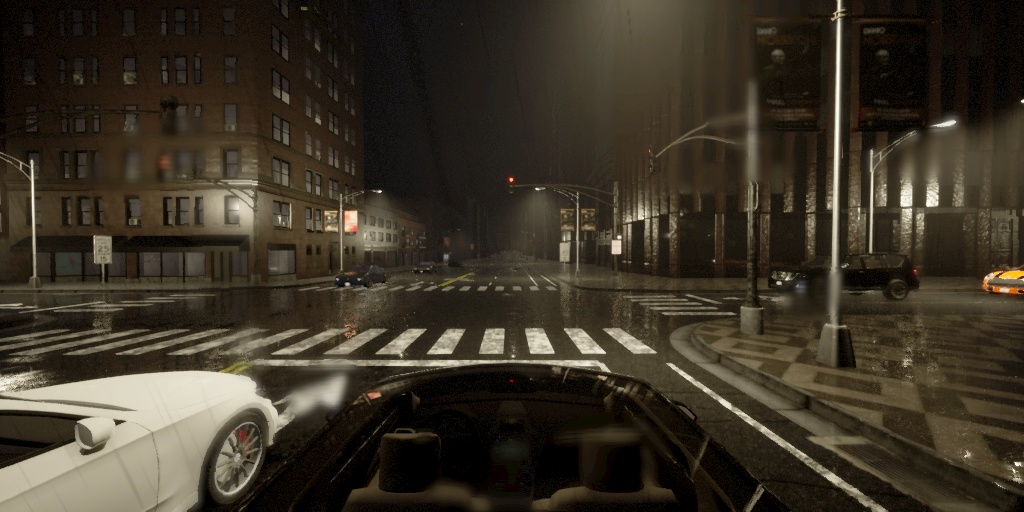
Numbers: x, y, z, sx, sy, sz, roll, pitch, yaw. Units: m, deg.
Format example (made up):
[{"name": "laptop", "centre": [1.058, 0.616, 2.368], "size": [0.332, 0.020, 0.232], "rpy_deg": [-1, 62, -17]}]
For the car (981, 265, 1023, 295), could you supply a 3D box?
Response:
[{"name": "car", "centre": [24.543, 0.960, 16.240], "size": [4.553, 1.767, 2.097], "rpy_deg": [0, 1, 0]}]

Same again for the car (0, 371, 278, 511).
[{"name": "car", "centre": [-3.159, 1.276, 1.416], "size": [1.812, 1.442, 4.674], "rpy_deg": [0, 0, 2]}]

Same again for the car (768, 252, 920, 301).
[{"name": "car", "centre": [14.873, 0.867, 16.234], "size": [5.566, 2.045, 2.150], "rpy_deg": [0, 1, 1]}]

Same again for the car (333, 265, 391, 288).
[{"name": "car", "centre": [-9.774, 1.298, 23.968], "size": [2.033, 1.411, 5.357], "rpy_deg": [0, 0, 0]}]

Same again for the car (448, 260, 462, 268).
[{"name": "car", "centre": [-9.575, 1.316, 60.540], "size": [1.994, 1.385, 4.181], "rpy_deg": [0, 0, 1]}]

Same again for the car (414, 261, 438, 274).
[{"name": "car", "centre": [-9.724, 1.303, 41.015], "size": [2.033, 1.411, 5.357], "rpy_deg": [0, 0, -1]}]
